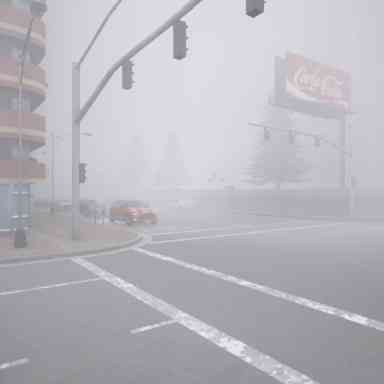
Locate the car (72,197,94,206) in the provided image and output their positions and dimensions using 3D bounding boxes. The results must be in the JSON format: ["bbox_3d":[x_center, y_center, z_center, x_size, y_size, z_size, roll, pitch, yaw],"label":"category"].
[{"bbox_3d":[-18.182,1.547,55.400,2.033,1.411,5.357,0,0,-36],"label":"car"}]

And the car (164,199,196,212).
[{"bbox_3d":[-1.392,1.525,38.168,1.812,1.442,4.674,0,0,-36],"label":"car"}]

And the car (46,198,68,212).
[{"bbox_3d":[-15.278,1.478,39.136,1.882,1.535,5.008,0,0,-36],"label":"car"}]

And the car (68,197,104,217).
[{"bbox_3d":[-9.610,1.491,31.292,2.128,1.511,4.902,0,0,-36],"label":"car"}]

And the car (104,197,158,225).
[{"bbox_3d":[-4.274,1.352,23.925,2.097,1.767,4.553,0,0,-36],"label":"car"}]

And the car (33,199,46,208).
[{"bbox_3d":[-21.215,1.601,47.397,1.895,1.301,4.718,0,0,-35],"label":"car"}]

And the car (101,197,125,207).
[{"bbox_3d":[-12.891,1.547,54.059,2.033,1.411,5.357,0,0,-36],"label":"car"}]
